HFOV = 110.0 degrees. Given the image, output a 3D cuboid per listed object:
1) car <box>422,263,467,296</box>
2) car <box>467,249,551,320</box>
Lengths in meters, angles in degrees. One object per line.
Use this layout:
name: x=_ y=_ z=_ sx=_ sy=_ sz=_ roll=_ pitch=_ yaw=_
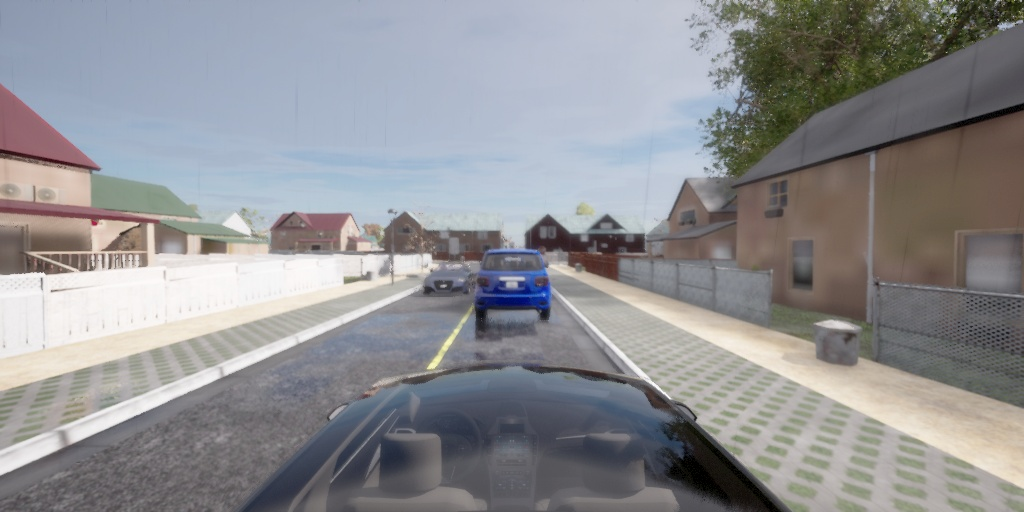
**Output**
car: x=-2.836 y=1.018 z=16.861 sx=1.994 sy=1.385 sz=4.181 roll=0 pitch=1 yaw=0
car: x=0.074 y=0.774 z=11.902 sx=2.150 sy=2.045 sz=5.566 roll=0 pitch=1 yaw=2
